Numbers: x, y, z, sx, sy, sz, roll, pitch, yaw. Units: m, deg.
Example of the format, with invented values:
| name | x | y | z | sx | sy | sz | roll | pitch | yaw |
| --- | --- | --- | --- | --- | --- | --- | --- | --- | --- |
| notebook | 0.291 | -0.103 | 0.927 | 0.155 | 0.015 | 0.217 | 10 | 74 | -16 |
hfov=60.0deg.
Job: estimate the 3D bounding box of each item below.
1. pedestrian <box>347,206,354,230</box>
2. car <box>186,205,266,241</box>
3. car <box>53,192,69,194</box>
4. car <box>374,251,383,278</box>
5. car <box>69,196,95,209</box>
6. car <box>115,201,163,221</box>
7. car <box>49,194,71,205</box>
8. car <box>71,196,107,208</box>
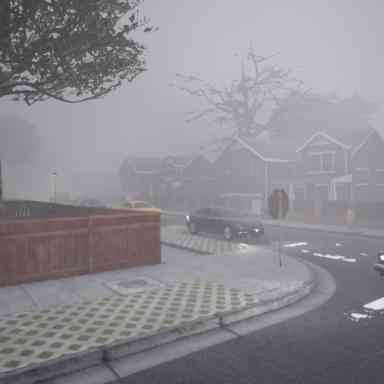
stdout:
| name | x | y | z | sx | sy | sz | roll | pitch | yaw |
| --- | --- | --- | --- | --- | --- | --- | --- | --- | --- |
| pedestrian | 8.365 | 1.340 | 17.558 | 0.375 | 1.300 | 0.375 | 0 | 0 | -36 |
| car | 1.549 | 1.470 | 16.846 | 1.837 | 1.490 | 4.892 | -1 | 1 | -34 |
| car | -20.936 | 1.038 | 52.578 | 2.150 | 2.045 | 5.566 | -1 | 1 | -36 |
| car | 6.670 | 1.601 | 7.411 | 4.718 | 1.301 | 1.895 | 0 | 0 | -10 |
| car | -14.701 | 1.311 | 44.124 | 1.882 | 1.535 | 5.008 | -1 | 1 | -35 |
| car | -3.983 | 1.405 | 24.547 | 1.882 | 1.535 | 5.008 | -1 | 1 | -36 |
| car | -15.982 | 1.357 | 41.041 | 2.128 | 1.511 | 4.902 | -1 | 1 | -36 |
| car | -9.951 | 1.398 | 32.729 | 1.837 | 1.490 | 4.892 | -1 | 1 | -36 |
